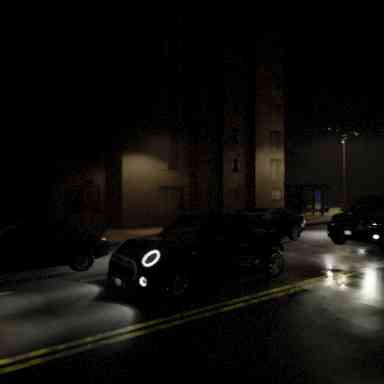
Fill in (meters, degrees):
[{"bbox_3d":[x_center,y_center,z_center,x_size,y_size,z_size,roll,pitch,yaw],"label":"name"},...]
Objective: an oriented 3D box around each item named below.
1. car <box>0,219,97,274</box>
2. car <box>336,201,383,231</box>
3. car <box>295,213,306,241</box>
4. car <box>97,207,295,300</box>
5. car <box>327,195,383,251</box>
[{"bbox_3d":[-4.628,1.518,9.267,4.674,1.442,1.812,0,0,-35],"label":"car"},{"bbox_3d":[11.319,1.386,20.603,4.902,1.511,2.128,0,0,-35],"label":"car"},{"bbox_3d":[2.991,1.437,14.712,4.902,1.511,2.128,0,0,-35],"label":"car"},{"bbox_3d":[0.238,1.327,8.458,4.553,1.767,2.097,0,0,-35],"label":"car"},{"bbox_3d":[8.083,1.148,14.038,5.566,2.045,2.150,0,0,-35],"label":"car"}]
